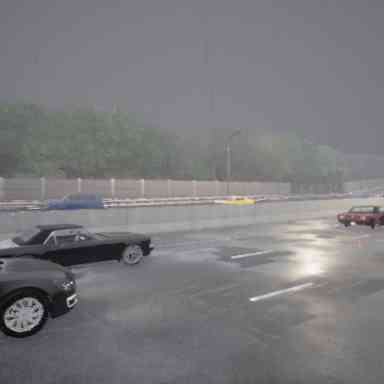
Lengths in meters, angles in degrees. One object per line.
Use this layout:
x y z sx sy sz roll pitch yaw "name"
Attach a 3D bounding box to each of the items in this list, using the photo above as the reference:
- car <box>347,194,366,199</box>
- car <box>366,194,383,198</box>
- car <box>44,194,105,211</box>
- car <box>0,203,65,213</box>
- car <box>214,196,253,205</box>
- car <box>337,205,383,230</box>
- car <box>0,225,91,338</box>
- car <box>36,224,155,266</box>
23.279 1.000 46.009 5.008 1.535 1.882 -1 1 -35 "car"
25.286 1.056 43.141 5.357 1.411 2.033 -1 1 -35 "car"
-10.890 1.197 30.595 5.566 2.045 2.150 0 0 -35 "car"
-10.169 1.545 18.231 5.357 1.411 2.033 0 0 -35 "car"
4.654 1.266 37.318 5.008 1.535 1.882 -1 0 -35 "car"
10.913 1.458 20.074 4.718 1.301 1.895 -1 1 -35 "car"
-4.290 1.504 4.983 4.892 1.490 1.837 0 0 -35 "car"
-3.527 1.597 9.826 4.718 1.301 1.895 0 0 -35 "car"
